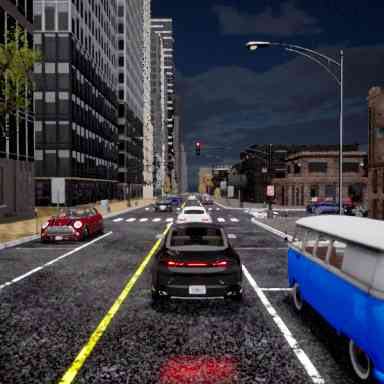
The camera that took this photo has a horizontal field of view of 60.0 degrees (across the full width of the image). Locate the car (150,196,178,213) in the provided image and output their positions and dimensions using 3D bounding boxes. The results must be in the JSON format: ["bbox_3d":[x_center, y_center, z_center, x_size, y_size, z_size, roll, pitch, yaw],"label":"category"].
[{"bbox_3d":[-3.066,1.481,37.152,2.128,1.511,4.902,0,0,0],"label":"car"}]

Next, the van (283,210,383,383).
[{"bbox_3d":[2.680,1.340,5.091,1.690,1.788,3.998,-1,0,0],"label":"van"}]

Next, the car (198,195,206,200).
[{"bbox_3d":[2.765,1.531,93.576,2.008,1.369,4.403,-1,0,0],"label":"car"}]

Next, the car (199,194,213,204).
[{"bbox_3d":[2.732,1.425,59.712,1.967,1.590,4.097,-1,0,0],"label":"car"}]

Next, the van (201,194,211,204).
[{"bbox_3d":[2.736,1.325,65.356,1.690,1.788,3.998,-1,0,0],"label":"van"}]

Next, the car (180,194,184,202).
[{"bbox_3d":[-2.954,1.548,67.543,1.994,1.385,4.181,0,0,1],"label":"car"}]

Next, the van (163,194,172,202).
[{"bbox_3d":[-5.601,1.323,76.707,1.690,1.788,3.998,-1,0,0],"label":"van"}]

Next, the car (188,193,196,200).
[{"bbox_3d":[0.084,1.257,91.027,2.097,1.767,4.553,0,0,0],"label":"car"}]

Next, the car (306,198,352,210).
[{"bbox_3d":[14.850,1.684,36.849,4.181,1.385,1.994,1,1,1],"label":"car"}]

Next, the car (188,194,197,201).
[{"bbox_3d":[0.075,1.504,81.023,1.812,1.442,4.674,0,0,0],"label":"car"}]

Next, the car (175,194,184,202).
[{"bbox_3d":[-2.927,1.337,77.929,2.097,1.767,4.553,0,0,0],"label":"car"}]

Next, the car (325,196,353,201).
[{"bbox_3d":[16.563,1.411,39.410,5.009,1.841,2.192,1,0,1],"label":"car"}]

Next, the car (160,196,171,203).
[{"bbox_3d":[-5.603,1.549,71.063,1.947,1.339,4.313,-1,0,0],"label":"car"}]

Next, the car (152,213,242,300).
[{"bbox_3d":[0.105,1.502,8.382,1.837,1.490,4.892,0,0,0],"label":"car"}]

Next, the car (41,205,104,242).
[{"bbox_3d":[-5.689,1.435,16.183,1.967,1.590,4.097,-1,0,0],"label":"car"}]

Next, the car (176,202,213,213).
[{"bbox_3d":[0.111,1.520,18.739,1.812,1.442,4.674,0,0,0],"label":"car"}]

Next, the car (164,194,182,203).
[{"bbox_3d":[-3.040,1.512,53.038,1.812,1.442,4.674,0,0,0],"label":"car"}]

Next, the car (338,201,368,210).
[{"bbox_3d":[16.446,1.793,31.034,4.313,1.339,1.947,1,0,1],"label":"car"}]

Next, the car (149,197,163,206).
[{"bbox_3d":[-5.790,1.512,53.960,1.752,1.417,4.829,-1,0,0],"label":"car"}]
